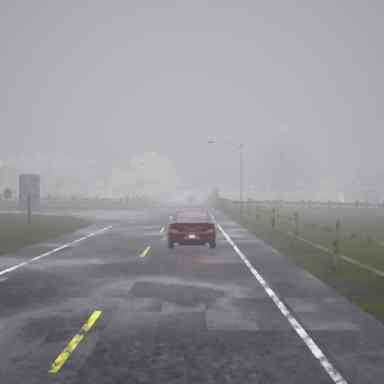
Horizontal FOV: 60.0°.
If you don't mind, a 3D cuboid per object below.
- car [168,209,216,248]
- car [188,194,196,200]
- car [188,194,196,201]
[{"bbox_3d":[0.000,1.480,14.652,1.882,1.535,5.008,0,0,0],"label":"car"},{"bbox_3d":[0.001,1.324,93.498,2.128,1.511,4.902,0,0,0],"label":"car"},{"bbox_3d":[0.000,1.380,79.746,2.128,1.511,4.902,0,0,0],"label":"car"}]
